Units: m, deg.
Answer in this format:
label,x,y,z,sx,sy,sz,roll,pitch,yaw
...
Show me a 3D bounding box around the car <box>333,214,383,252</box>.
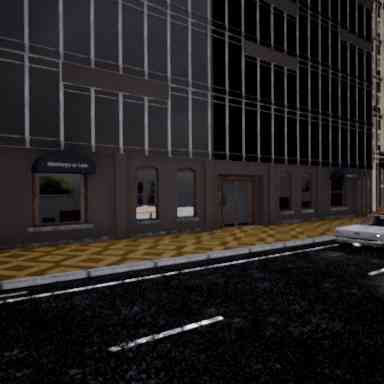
label,x,y,z,sx,sy,sz,roll,pitch,yaw
car,7.682,1.564,13.225,4.718,1.301,1.895,0,0,-36
